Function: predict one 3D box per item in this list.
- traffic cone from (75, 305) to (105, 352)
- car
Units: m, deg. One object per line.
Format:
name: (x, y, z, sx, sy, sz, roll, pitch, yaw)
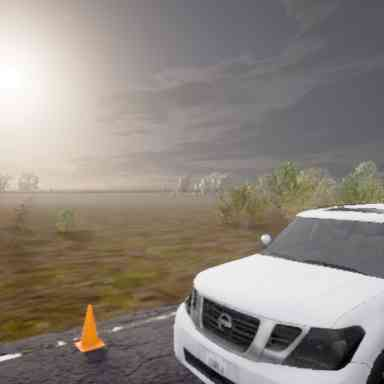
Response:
traffic cone: (-1.496, 1.958, 4.888, 0.340, 0.580, 0.340, 0, 0, -36)
car: (2.454, 1.216, 4.688, 5.566, 2.045, 2.150, 0, 0, -36)
